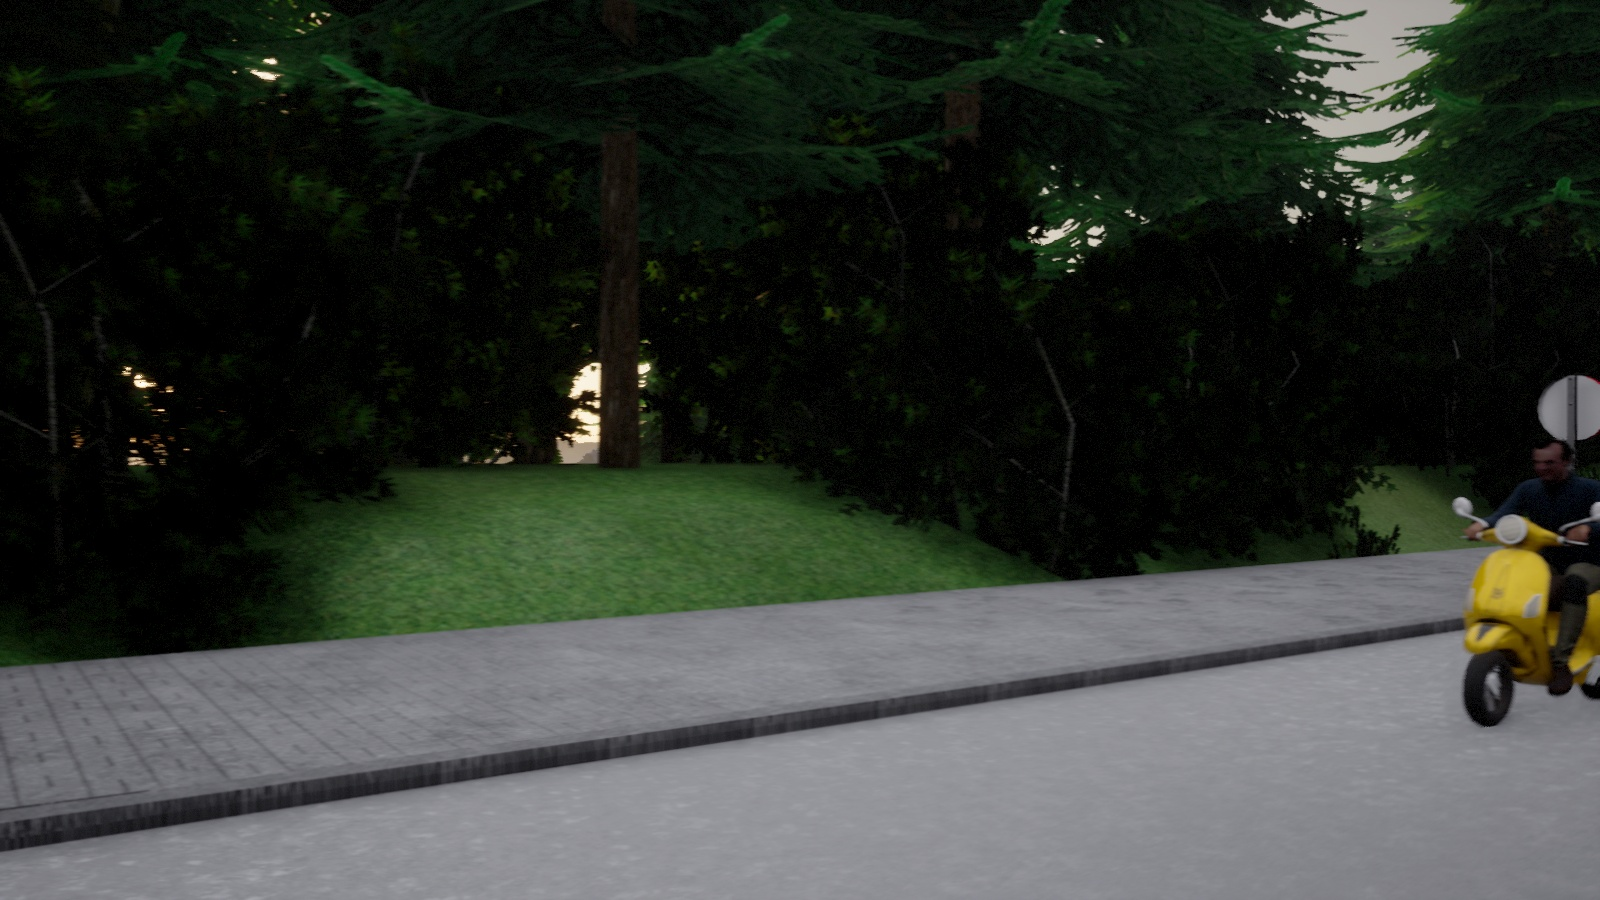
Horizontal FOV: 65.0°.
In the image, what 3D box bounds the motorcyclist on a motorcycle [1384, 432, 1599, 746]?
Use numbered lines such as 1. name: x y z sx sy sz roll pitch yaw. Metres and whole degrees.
1. motorcyclist on a motorcycle: 4.286 0.707 7.240 1.817 1.590 0.866 0 0 -35
